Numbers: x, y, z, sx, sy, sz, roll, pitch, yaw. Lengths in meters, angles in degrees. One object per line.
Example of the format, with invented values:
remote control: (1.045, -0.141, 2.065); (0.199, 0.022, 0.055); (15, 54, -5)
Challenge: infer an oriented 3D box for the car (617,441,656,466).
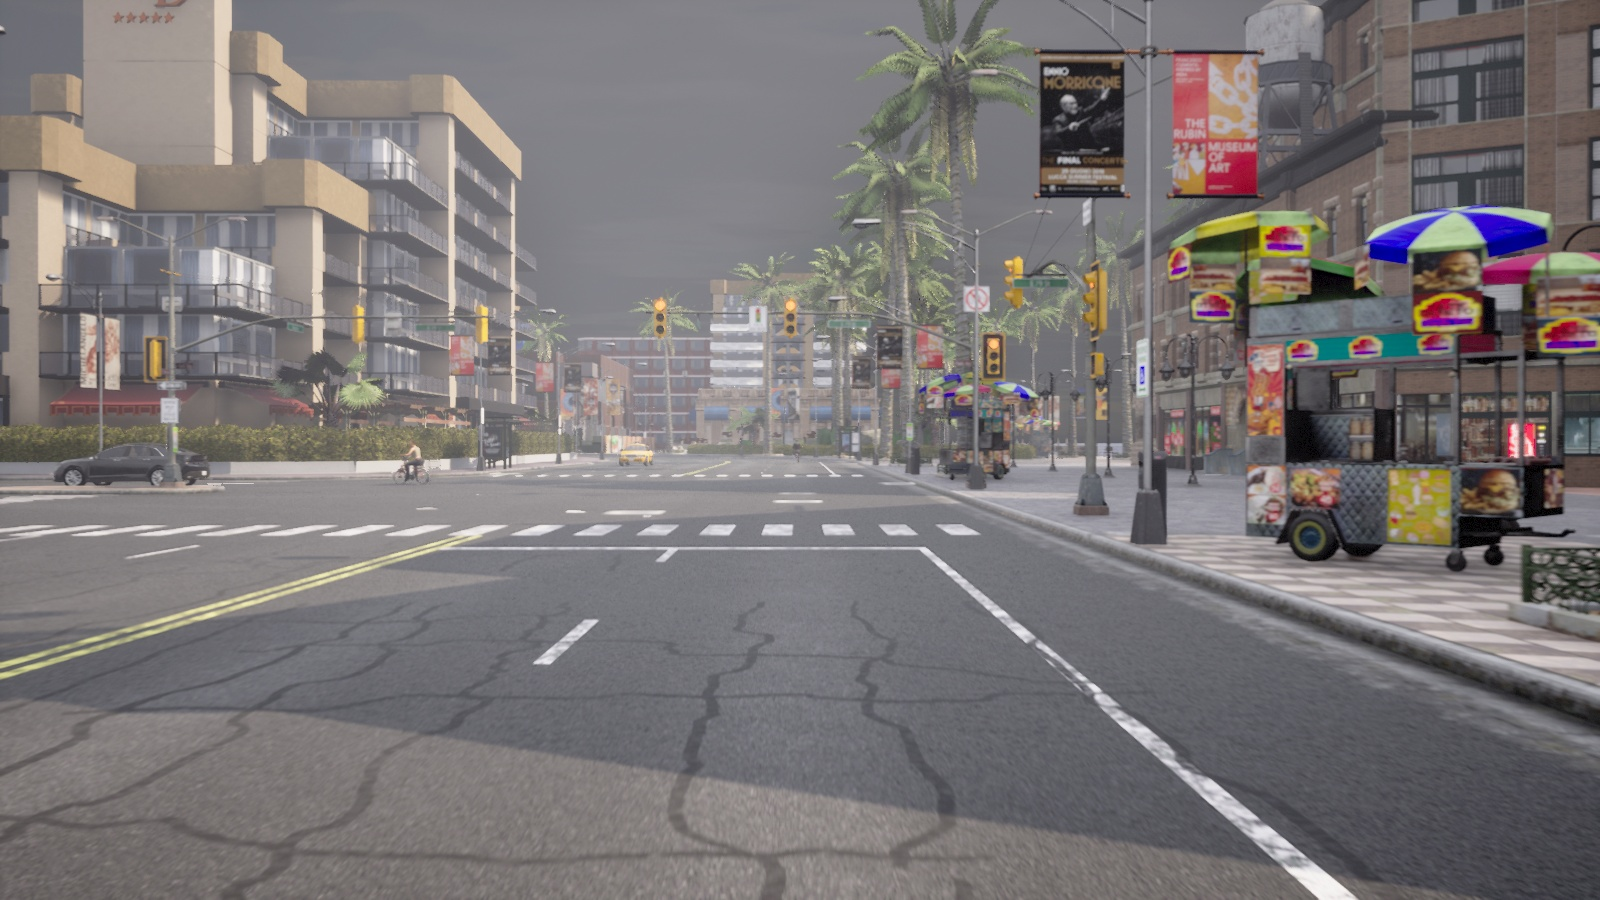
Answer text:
car: (-10.649, 0.215, 82.084); (1.801, 1.575, 5.366); (0, 0, 0)

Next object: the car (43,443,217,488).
car: (-22.450, 0.497, 42.185); (4.892, 1.490, 1.837); (0, 0, 1)

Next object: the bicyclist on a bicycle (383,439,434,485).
bicyclist on a bicycle: (-13.948, 0.421, 44.759); (1.509, 1.612, 0.866); (0, 2, 18)
